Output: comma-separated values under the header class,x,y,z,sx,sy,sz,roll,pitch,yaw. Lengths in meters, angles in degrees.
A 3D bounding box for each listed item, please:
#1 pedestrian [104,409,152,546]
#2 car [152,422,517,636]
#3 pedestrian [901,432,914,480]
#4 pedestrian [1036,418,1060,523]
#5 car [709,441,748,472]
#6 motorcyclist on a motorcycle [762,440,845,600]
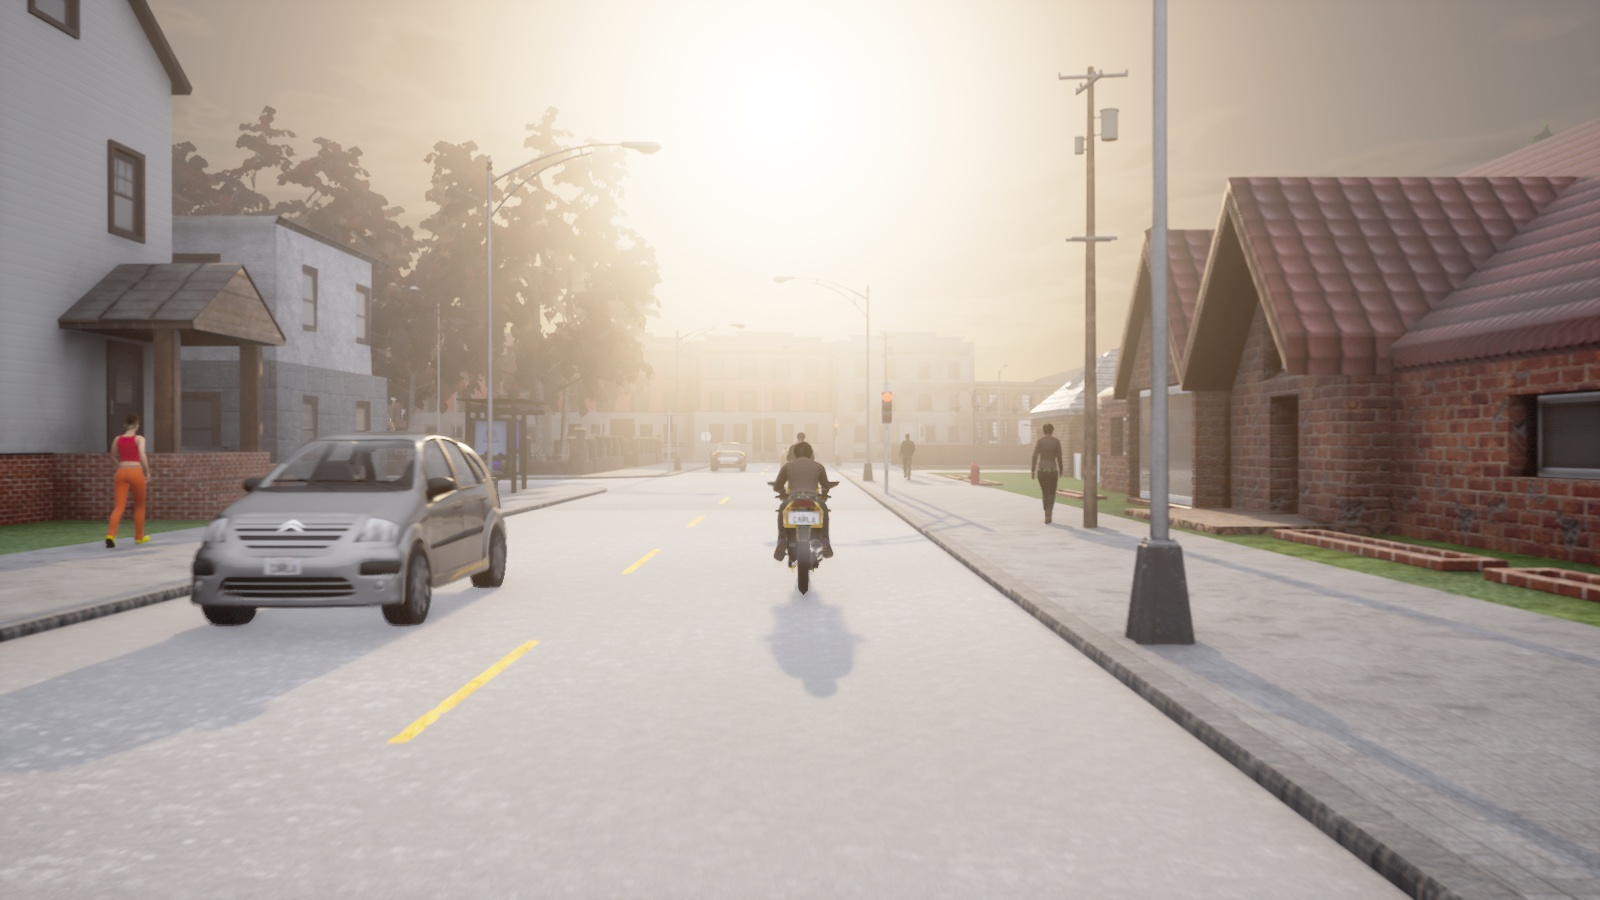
class,x,y,z,sx,sy,sz,roll,pitch,yaw
pedestrian,-9.170,0.366,17.147,0.345,1.836,0.594,0,0,-1
car,-3.970,0.586,11.487,1.851,1.617,3.988,0,0,0
pedestrian,4.173,0.222,48.716,0.431,1.840,0.703,0,0,0
pedestrian,4.352,0.352,22.021,0.328,1.805,0.869,0,0,18
car,-3.974,0.330,70.435,2.033,1.649,4.856,0,0,-2
motorcyclist on a motorcycle,0.034,0.665,12.993,0.797,1.523,2.044,0,0,0
